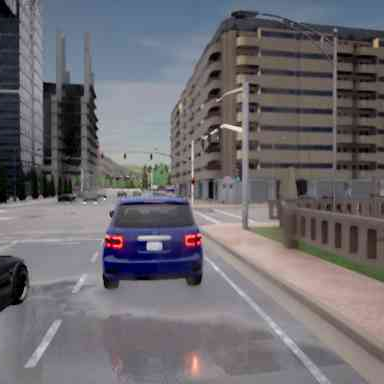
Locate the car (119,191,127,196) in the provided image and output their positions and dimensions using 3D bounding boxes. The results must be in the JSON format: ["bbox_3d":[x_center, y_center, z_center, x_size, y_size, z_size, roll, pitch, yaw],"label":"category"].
[{"bbox_3d":[-17.922,0.339,86.668,1.994,1.385,4.181,0,1,-10],"label":"car"}]

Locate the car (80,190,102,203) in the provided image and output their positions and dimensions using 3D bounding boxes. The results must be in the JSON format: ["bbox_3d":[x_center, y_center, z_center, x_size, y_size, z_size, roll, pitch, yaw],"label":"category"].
[{"bbox_3d":[-15.381,0.794,50.687,1.837,1.490,4.892,0,1,-9],"label":"car"}]

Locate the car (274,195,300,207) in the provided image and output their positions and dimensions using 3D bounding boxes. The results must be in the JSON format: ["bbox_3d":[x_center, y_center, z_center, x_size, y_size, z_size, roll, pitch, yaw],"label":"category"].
[{"bbox_3d":[11.105,1.078,35.187,4.892,1.490,1.837,0,1,-10],"label":"car"}]

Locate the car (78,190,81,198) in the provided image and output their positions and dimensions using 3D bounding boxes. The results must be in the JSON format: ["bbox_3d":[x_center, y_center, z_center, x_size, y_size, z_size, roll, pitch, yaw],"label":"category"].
[{"bbox_3d":[-21.335,0.442,65.112,2.097,1.767,4.553,0,1,-10],"label":"car"}]

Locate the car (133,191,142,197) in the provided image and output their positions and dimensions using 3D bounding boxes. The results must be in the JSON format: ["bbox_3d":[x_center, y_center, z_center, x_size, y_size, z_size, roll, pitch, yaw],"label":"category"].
[{"bbox_3d":[-12.772,0.471,77.344,1.994,1.385,4.181,0,1,-10],"label":"car"}]

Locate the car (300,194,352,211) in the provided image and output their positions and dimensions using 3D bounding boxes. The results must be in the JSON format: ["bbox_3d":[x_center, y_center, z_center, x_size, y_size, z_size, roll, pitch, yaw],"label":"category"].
[{"bbox_3d":[13.319,0.972,32.022,4.553,1.767,2.097,0,1,-10],"label":"car"}]

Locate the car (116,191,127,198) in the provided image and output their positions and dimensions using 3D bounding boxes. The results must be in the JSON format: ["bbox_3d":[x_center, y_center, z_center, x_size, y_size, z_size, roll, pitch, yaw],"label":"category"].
[{"bbox_3d":[-16.202,0.455,76.638,2.128,1.511,4.902,0,1,-10],"label":"car"}]

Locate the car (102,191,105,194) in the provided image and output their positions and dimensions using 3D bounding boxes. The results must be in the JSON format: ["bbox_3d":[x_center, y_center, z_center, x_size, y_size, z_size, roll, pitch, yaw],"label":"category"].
[{"bbox_3d":[-17.932,0.603,66.008,1.812,1.442,4.674,0,1,-10],"label":"car"}]

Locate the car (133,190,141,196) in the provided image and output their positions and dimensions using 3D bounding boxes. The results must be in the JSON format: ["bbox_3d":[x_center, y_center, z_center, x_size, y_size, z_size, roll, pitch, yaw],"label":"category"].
[{"bbox_3d":[-14.472,0.321,87.260,2.033,1.411,5.357,0,1,-10],"label":"car"}]

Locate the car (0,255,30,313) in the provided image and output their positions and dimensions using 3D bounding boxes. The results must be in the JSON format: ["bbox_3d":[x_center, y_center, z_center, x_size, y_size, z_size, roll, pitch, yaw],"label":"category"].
[{"bbox_3d":[-4.092,1.490,5.072,1.994,1.385,4.181,0,1,-7],"label":"car"}]

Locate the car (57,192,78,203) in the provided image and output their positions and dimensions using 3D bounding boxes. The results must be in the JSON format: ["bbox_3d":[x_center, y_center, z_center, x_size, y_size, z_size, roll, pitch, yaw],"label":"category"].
[{"bbox_3d":[-18.758,0.903,49.673,1.895,1.301,4.718,0,1,-9],"label":"car"}]

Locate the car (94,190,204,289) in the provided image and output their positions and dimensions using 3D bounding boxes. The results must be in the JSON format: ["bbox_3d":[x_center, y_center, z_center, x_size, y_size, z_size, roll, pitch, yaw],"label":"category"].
[{"bbox_3d":[-1.088,1.094,9.049,2.150,2.045,5.566,0,1,-8],"label":"car"}]
